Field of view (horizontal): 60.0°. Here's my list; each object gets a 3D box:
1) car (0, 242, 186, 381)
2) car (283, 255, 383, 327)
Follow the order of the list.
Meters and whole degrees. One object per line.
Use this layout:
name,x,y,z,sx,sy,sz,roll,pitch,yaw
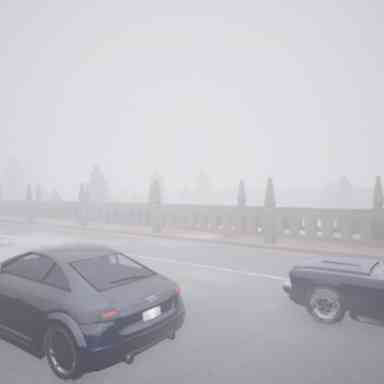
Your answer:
car,-2.158,1.565,5.532,4.181,1.385,1.994,0,0,36
car,4.005,1.600,5.434,4.718,1.301,1.895,0,0,36
